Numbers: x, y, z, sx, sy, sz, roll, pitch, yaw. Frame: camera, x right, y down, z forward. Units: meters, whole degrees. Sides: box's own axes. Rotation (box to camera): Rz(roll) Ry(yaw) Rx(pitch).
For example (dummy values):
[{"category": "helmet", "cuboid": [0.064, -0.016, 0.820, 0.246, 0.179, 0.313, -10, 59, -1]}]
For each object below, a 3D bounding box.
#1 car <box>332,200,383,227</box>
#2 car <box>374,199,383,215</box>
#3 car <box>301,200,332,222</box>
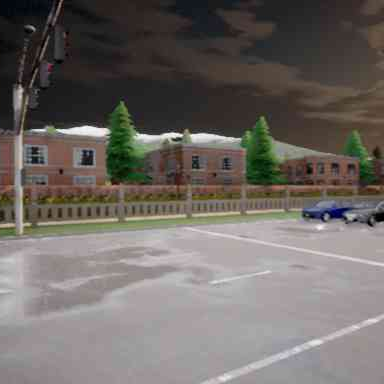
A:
[{"category": "car", "cuboid": [11.703, 1.345, 21.575, 4.902, 1.511, 2.128, -1, 0, -32]}, {"category": "car", "cuboid": [19.079, 1.314, 30.343, 5.357, 1.411, 2.033, -1, 0, -32]}, {"category": "car", "cuboid": [10.258, 1.344, 24.800, 5.008, 1.535, 1.882, -1, 0, -32]}]
